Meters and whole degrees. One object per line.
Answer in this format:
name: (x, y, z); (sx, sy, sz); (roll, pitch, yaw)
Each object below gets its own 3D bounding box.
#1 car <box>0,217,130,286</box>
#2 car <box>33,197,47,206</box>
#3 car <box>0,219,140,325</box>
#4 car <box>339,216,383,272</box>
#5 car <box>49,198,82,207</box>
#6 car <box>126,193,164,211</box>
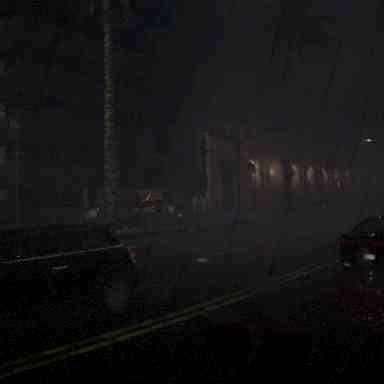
car: (-4.659, 1.601, 9.495); (5.357, 1.411, 2.033); (0, 0, -40)
car: (-26.895, 1.717, 59.777); (2.161, 1.482, 4.786); (-1, 0, 44)
car: (-3.339, 1.391, 6.209); (4.553, 1.767, 2.097); (0, 0, -39)
car: (6.165, 1.442, 9.976); (5.008, 1.535, 1.882); (0, 0, -44)
car: (-18.884, 1.689, 51.377); (1.895, 1.301, 4.718); (-1, 0, 44)
car: (-5.069, 1.124, 39.052); (2.435, 2.045, 5.566); (-1, 0, 44)
